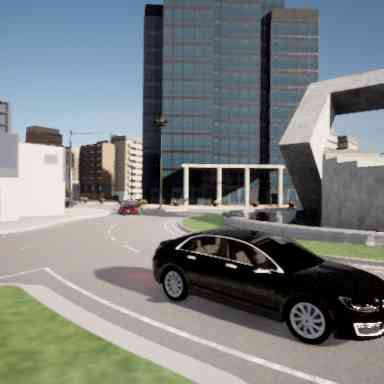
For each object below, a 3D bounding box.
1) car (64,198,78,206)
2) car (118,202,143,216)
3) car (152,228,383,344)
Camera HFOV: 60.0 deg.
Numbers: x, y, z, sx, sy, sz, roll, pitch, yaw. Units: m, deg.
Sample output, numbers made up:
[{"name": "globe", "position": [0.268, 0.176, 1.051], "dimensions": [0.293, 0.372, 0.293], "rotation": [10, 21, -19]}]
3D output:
[{"name": "car", "position": [-20.983, 1.629, 55.040], "dimensions": [5.357, 1.411, 2.033], "rotation": [0, 0, 41]}, {"name": "car", "position": [-6.193, 1.689, 34.207], "dimensions": [1.994, 1.385, 4.181], "rotation": [1, 0, -1]}, {"name": "car", "position": [1.252, 1.554, 6.674], "dimensions": [4.892, 1.490, 1.837], "rotation": [1, 0, 42]}]
